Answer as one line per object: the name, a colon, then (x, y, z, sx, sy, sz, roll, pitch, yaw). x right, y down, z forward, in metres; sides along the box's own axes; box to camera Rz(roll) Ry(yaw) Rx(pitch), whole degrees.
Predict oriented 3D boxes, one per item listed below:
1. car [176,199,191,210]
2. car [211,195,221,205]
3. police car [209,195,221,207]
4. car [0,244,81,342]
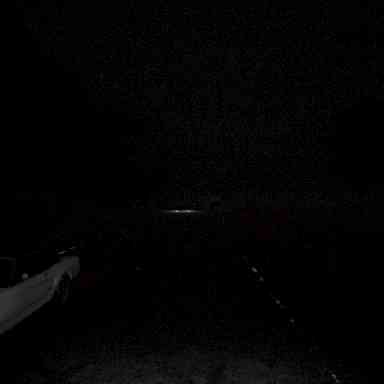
car: (-1.222, 1.848, 49.209, 1.882, 1.535, 5.008, -2, 0, 5)
car: (5.216, 1.782, 73.154, 2.150, 2.045, 5.566, 1, 0, 4)
police car: (4.460, 1.936, 63.253, 1.930, 1.638, 5.238, 0, 0, 4)
car: (-3.533, 1.644, 5.476, 1.895, 1.301, 4.718, 0, -1, 1)
